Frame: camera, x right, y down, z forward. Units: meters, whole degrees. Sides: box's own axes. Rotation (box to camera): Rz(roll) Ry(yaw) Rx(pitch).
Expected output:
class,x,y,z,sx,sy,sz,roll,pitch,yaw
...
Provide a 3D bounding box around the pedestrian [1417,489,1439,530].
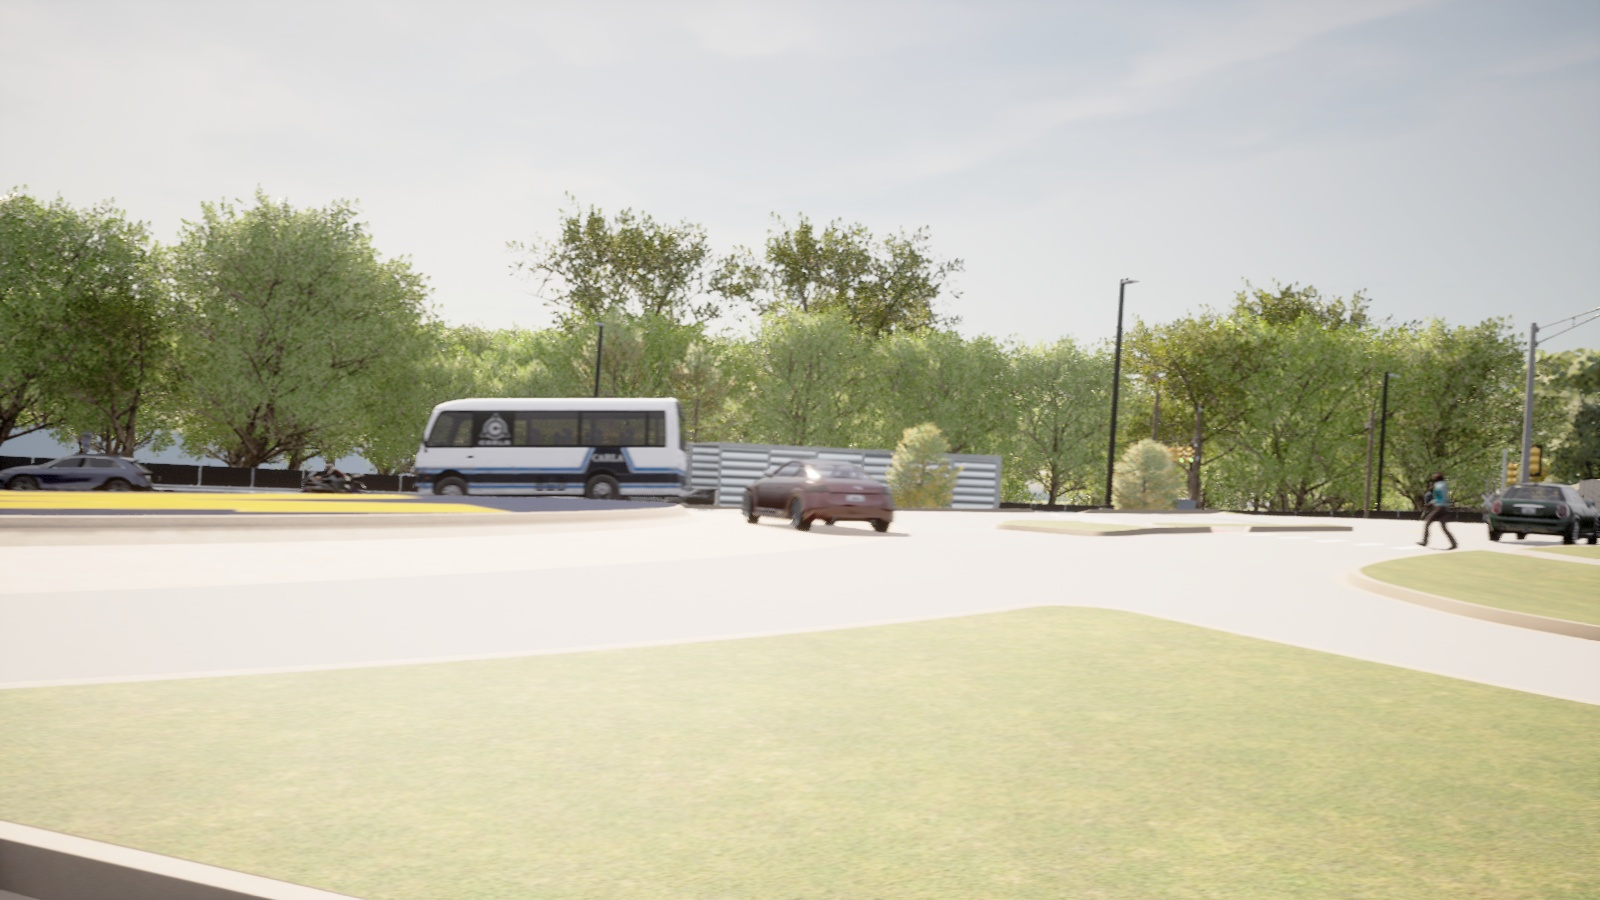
class,x,y,z,sx,sy,sz,roll,pitch,yaw
pedestrian,29.123,2.777,58.212,0.726,1.835,0.370,5,-1,-10

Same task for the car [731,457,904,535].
class,x,y,z,sx,sy,sz,roll,pitch,yaw
car,0.248,0.877,25.311,1.994,1.385,4.181,3,-1,-22

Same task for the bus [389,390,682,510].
class,x,y,z,sx,sy,sz,roll,pitch,yaw
bus,-9.895,0.086,48.069,10.273,4.253,3.944,0,-4,0

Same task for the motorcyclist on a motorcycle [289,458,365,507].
class,x,y,z,sx,sy,sz,roll,pitch,yaw
motorcyclist on a motorcycle,-16.112,1.115,42.852,2.191,1.530,0.866,2,-7,-7

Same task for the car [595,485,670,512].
class,x,y,z,sx,sy,sz,roll,pitch,yaw
car,-10.409,3.010,77.943,4.181,1.385,1.994,3,0,-22

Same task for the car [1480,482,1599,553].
class,x,y,z,sx,sy,sz,roll,pitch,yaw
car,20.993,1.887,35.423,2.097,1.767,4.553,3,-1,42

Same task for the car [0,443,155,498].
class,x,y,z,sx,sy,sz,roll,pitch,yaw
car,-25.956,0.734,44.929,4.856,1.649,2.033,4,-1,-22

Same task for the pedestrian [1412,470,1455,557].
class,x,y,z,sx,sy,sz,roll,pitch,yaw
pedestrian,14.627,1.464,28.995,0.692,1.930,0.396,3,-1,43

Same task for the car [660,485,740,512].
class,x,y,z,sx,sy,sz,roll,pitch,yaw
car,-6.648,3.199,83.172,4.892,1.490,1.837,3,-1,-21
